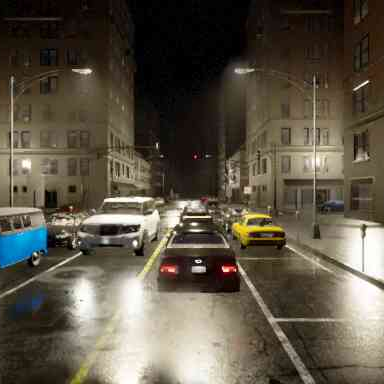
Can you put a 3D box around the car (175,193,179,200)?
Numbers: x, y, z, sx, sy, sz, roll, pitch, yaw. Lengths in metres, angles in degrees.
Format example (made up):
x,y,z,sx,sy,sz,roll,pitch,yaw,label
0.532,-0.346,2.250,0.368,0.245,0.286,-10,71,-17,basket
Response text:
x,y,z,sx,sy,sz,roll,pitch,yaw,label
-5.021,1.428,86.194,1.967,1.590,4.097,0,0,0,car

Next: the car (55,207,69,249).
x,y,z,sx,sy,sz,roll,pitch,yaw,label
-5.332,1.550,14.145,2.008,1.369,4.403,0,0,0,car

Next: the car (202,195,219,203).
x,y,z,sx,sy,sz,roll,pitch,yaw,label
2.834,1.549,46.393,2.008,1.369,4.403,0,0,0,car

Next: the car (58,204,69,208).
x,y,z,sx,sy,sz,roll,pitch,yaw,label
-10.240,1.612,30.677,4.181,1.385,1.994,0,0,10,car

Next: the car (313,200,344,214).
x,y,z,sx,sy,sz,roll,pitch,yaw,label
14.660,1.473,34.106,4.181,1.385,1.994,0,0,0,car

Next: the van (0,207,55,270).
x,y,z,sx,sy,sz,roll,pitch,yaw,label
-5.357,1.341,8.738,1.690,1.788,3.998,0,0,0,van

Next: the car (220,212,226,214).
x,y,z,sx,sy,sz,roll,pitch,yaw,label
2.720,1.550,19.517,2.008,1.369,4.403,0,0,0,car

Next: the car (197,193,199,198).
x,y,z,sx,sy,sz,roll,pitch,yaw,label
2.980,1.305,80.483,2.192,1.841,5.009,0,0,0,car

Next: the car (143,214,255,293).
x,y,z,sx,sy,sz,roll,pitch,yaw,label
0.136,1.547,8.970,2.033,1.411,5.357,0,0,0,car

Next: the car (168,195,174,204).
x,y,z,sx,sy,sz,roll,pitch,yaw,label
-5.118,1.561,63.470,1.947,1.339,4.313,0,0,0,car

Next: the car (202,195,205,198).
x,y,z,sx,sy,sz,roll,pitch,yaw,label
2.858,1.579,52.074,1.802,1.307,4.206,0,0,0,car

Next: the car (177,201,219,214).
x,y,z,sx,sy,sz,roll,pitch,yaw,label
0.192,1.491,19.416,2.128,1.511,4.902,0,0,-2,car

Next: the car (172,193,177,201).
x,y,z,sx,sy,sz,roll,pitch,yaw,label
-5.069,1.542,74.832,2.008,1.369,4.403,0,0,0,car

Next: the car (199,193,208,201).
x,y,z,sx,sy,sz,roll,pitch,yaw,label
2.931,1.434,69.120,1.967,1.590,4.097,0,0,0,car

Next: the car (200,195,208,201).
x,y,z,sx,sy,sz,roll,pitch,yaw,label
3.004,1.554,86.165,1.947,1.339,4.313,0,0,0,car

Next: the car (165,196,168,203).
x,y,z,sx,sy,sz,roll,pitch,yaw,label
-5.168,1.523,51.938,1.752,1.417,4.829,0,0,0,car

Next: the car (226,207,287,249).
x,y,z,sx,sy,sz,roll,pitch,yaw,label
2.703,1.525,14.281,1.752,1.417,4.829,0,0,0,car

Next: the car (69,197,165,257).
x,y,z,sx,sy,sz,roll,pitch,yaw,label
-2.626,1.223,13.308,2.150,2.045,5.566,0,0,2,car
